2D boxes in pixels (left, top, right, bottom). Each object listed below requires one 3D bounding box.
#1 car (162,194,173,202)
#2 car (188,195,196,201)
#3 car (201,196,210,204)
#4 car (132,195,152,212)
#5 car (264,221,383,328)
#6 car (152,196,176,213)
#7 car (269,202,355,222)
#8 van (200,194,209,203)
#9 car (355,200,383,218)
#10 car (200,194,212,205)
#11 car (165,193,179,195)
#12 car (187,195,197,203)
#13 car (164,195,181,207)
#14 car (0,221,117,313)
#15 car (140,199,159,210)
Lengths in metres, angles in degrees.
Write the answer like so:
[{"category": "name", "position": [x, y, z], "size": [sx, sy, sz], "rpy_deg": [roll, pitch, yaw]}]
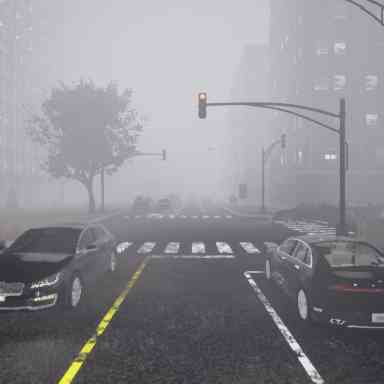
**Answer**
[{"category": "car", "position": [-5.708, 1.386, 77.948], "size": [2.192, 1.841, 5.009], "rpy_deg": [0, 0, 0]}, {"category": "car", "position": [-0.015, 1.447, 79.033], "size": [1.812, 1.442, 4.674], "rpy_deg": [0, 0, 0]}, {"category": "car", "position": [2.676, 1.578, 67.074], "size": [1.752, 1.417, 4.829], "rpy_deg": [0, 0, 0]}, {"category": "car", "position": [-5.700, 1.336, 39.288], "size": [2.192, 1.841, 5.009], "rpy_deg": [0, 0, 0]}, {"category": "car", "position": [2.688, 1.551, 6.902], "size": [2.008, 1.369, 4.403], "rpy_deg": [0, 0, 0]}, {"category": "car", "position": [-3.106, 1.525, 37.933], "size": [1.837, 1.490, 4.892], "rpy_deg": [0, 0, 0]}, {"category": "car", "position": [8.395, 1.432, 24.085], "size": [5.357, 1.411, 2.033], "rpy_deg": [-1, 0, 5]}, {"category": "van", "position": [2.674, 1.402, 72.428], "size": [1.690, 1.788, 3.998], "rpy_deg": [0, 0, 0]}, {"category": "car", "position": [13.421, 1.350, 26.310], "size": [4.403, 1.369, 2.008], "rpy_deg": [-1, 1, -1]}, {"category": "car", "position": [2.677, 1.610, 61.381], "size": [1.947, 1.339, 4.313], "rpy_deg": [0, 0, 0]}, {"category": "car", "position": [-3.097, 1.263, 58.718], "size": [2.150, 2.045, 5.566], "rpy_deg": [0, 0, -1]}, {"category": "car", "position": [-0.015, 1.656, 69.056], "size": [1.895, 1.301, 4.718], "rpy_deg": [0, 0, 0]}, {"category": "car", "position": [-3.104, 1.521, 48.140], "size": [2.128, 1.511, 4.902], "rpy_deg": [0, 0, 0]}, {"category": "car", "position": [-3.113, 1.507, 7.861], "size": [1.837, 1.490, 4.892], "rpy_deg": [-1, 0, 1]}, {"category": "car", "position": [-5.701, 1.592, 44.811], "size": [1.947, 1.339, 4.313], "rpy_deg": [0, 0, 0]}]
